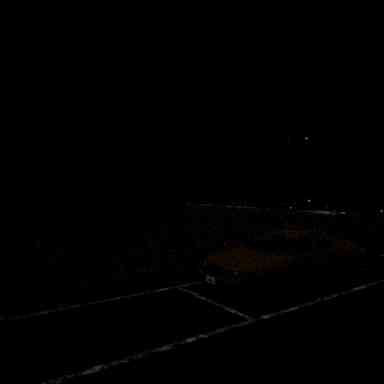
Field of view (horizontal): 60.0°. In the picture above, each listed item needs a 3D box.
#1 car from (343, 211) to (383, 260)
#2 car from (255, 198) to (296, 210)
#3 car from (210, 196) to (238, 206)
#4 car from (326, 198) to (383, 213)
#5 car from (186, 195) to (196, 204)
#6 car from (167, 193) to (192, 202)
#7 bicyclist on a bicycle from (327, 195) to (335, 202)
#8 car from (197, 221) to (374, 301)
[{"bbox_3d":[7.132,1.547,11.662,4.507,1.381,1.887,0,1,-35],"label":"car"},{"bbox_3d":[9.460,1.367,37.875,1.895,1.301,4.718,1,0,-34],"label":"car"},{"bbox_3d":[4.336,1.248,45.367,1.994,1.385,4.181,1,0,-34],"label":"car"},{"bbox_3d":[14.700,1.341,30.230,2.128,1.511,4.902,1,0,-34],"label":"car"},{"bbox_3d":[-1.261,1.193,53.575,1.895,1.301,4.718,1,0,-34],"label":"car"},{"bbox_3d":[-2.327,1.056,60.717,2.128,1.511,4.902,1,0,-34],"label":"car"},{"bbox_3d":[16.306,1.158,38.926,1.656,1.620,0.582,0,0,-34],"label":"bicyclist on a bicycle"},{"bbox_3d":[2.372,1.526,8.357,4.829,1.417,1.752,0,1,-35],"label":"car"}]
